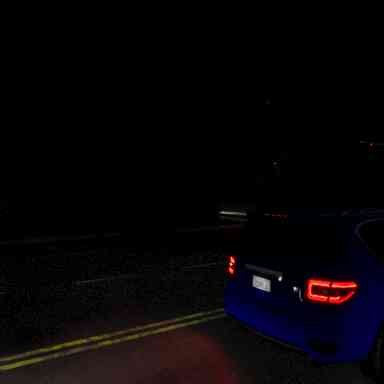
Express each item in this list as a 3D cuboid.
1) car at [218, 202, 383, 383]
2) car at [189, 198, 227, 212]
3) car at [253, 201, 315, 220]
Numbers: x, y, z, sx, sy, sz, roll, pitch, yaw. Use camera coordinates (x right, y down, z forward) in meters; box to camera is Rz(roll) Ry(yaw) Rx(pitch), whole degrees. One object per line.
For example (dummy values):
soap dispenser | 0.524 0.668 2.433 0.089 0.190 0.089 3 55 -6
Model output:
car | 3.109 1.221 5.558 5.566 2.045 2.150 0 0 -33
car | 1.820 1.492 39.522 2.128 1.511 4.902 0 0 -31
car | 7.942 1.547 29.232 2.033 1.411 5.357 0 0 -31
